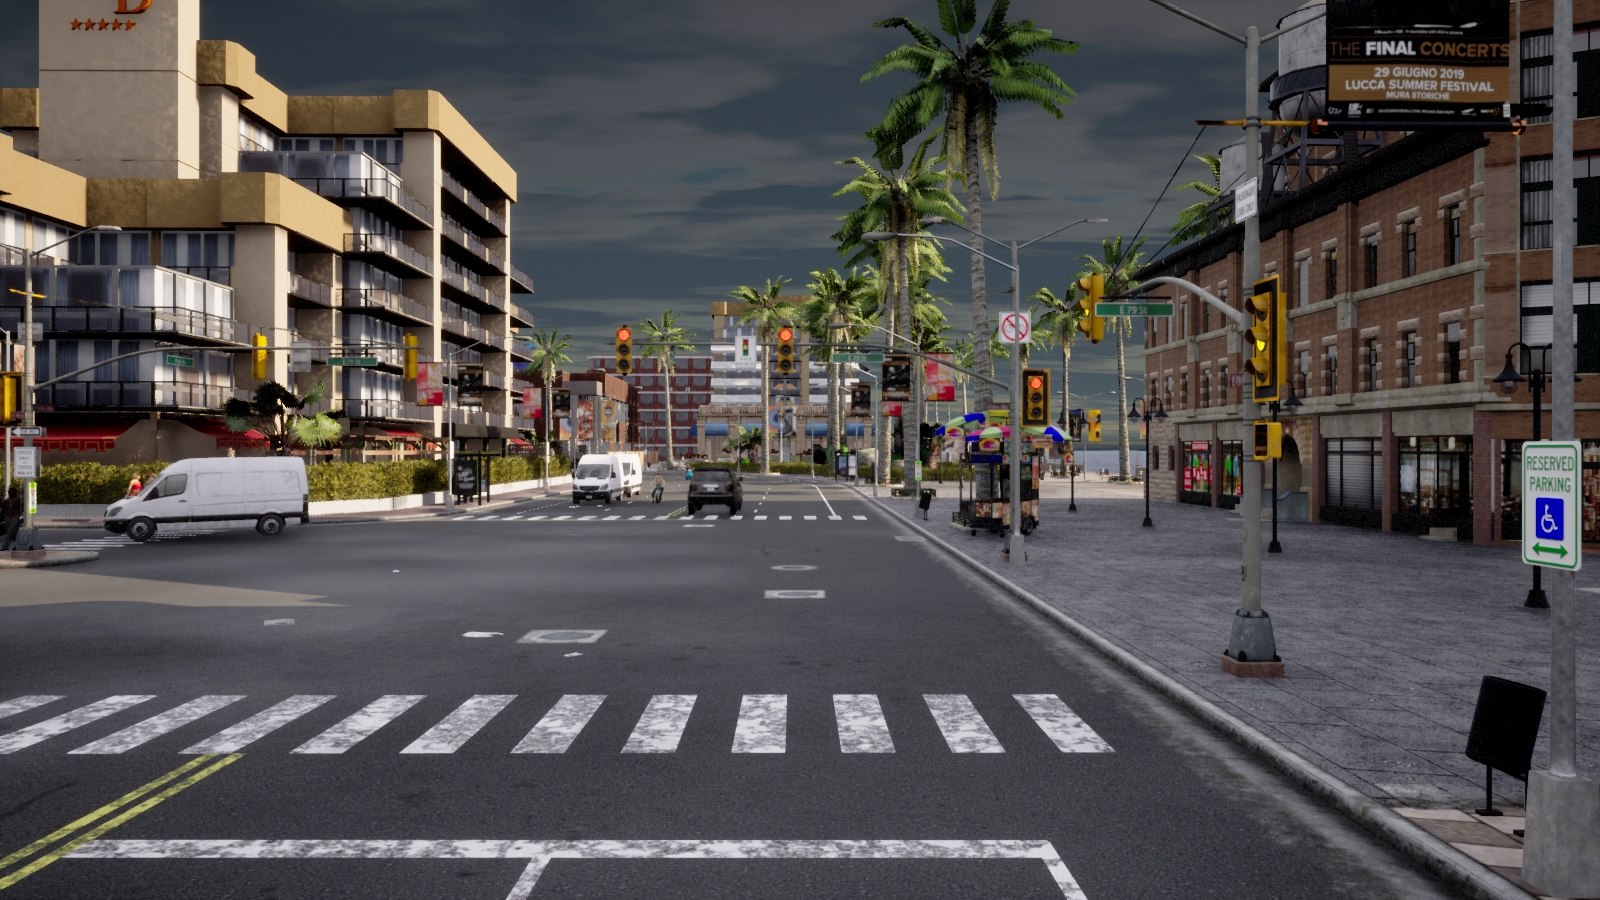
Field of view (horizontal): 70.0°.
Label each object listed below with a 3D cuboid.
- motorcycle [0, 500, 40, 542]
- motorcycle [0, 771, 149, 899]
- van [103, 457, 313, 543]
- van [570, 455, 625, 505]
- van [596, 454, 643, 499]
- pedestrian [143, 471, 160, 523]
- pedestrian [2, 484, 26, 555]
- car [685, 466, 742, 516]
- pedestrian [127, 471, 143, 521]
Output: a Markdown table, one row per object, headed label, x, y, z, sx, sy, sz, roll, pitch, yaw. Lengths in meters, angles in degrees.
| label | x | y | z | sx | sy | sz | roll | pitch | yaw |
| --- | --- | --- | --- | --- | --- | --- | --- | --- | --- |
| motorcycle | -25.137 | 2.205 | 35.668 | 2.209 | 1.251 | 0.867 | 0 | 0 | -4 |
| motorcycle | -3.736 | 2.213 | 4.820 | 0.803 | 1.145 | 2.033 | 0 | 0 | 1 |
| van | -19.171 | 1.532 | 37.136 | 5.915 | 2.561 | 1.988 | -1 | 0 | -30 |
| van | -10.828 | 1.534 | 61.502 | 1.988 | 2.561 | 5.915 | 0 | 0 | 0 |
| van | -10.879 | 1.534 | 69.162 | 1.988 | 2.561 | 5.915 | 0 | 0 | -1 |
| pedestrian | -23.473 | 1.696 | 41.363 | 0.375 | 1.860 | 0.375 | 0 | 0 | 22 |
| pedestrian | -20.971 | 1.849 | 30.482 | 0.375 | 1.860 | 0.375 | 0 | 0 | -3 |
| car | -3.834 | 1.779 | 51.553 | 2.150 | 2.045 | 5.566 | 0 | 0 | 0 |
| pedestrian | -24.640 | 1.697 | 42.317 | 0.375 | 1.860 | 0.375 | 0 | 0 | 6 |
